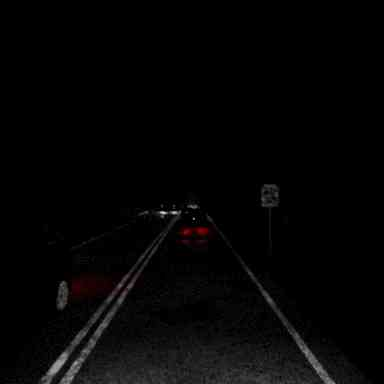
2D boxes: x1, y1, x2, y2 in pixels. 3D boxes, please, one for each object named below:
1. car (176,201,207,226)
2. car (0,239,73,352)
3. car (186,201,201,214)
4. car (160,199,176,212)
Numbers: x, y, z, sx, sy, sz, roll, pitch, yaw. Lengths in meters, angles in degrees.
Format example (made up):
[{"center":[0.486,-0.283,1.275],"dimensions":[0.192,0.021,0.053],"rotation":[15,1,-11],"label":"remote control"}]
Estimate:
[{"center":[0.129,1.674,25.372],"dimensions":[2.128,1.511,4.902],"rotation":[0,-1,0],"label":"car"},{"center":[-3.349,1.490,4.767],"dimensions":[1.882,1.535,5.008],"rotation":[0,0,0],"label":"car"},{"center":[0.184,1.949,42.945],"dimensions":[1.812,1.442,4.674],"rotation":[0,-1,0],"label":"car"},{"center":[-3.236,1.829,46.912],"dimensions":[2.097,1.767,4.553],"rotation":[0,-1,0],"label":"car"}]
